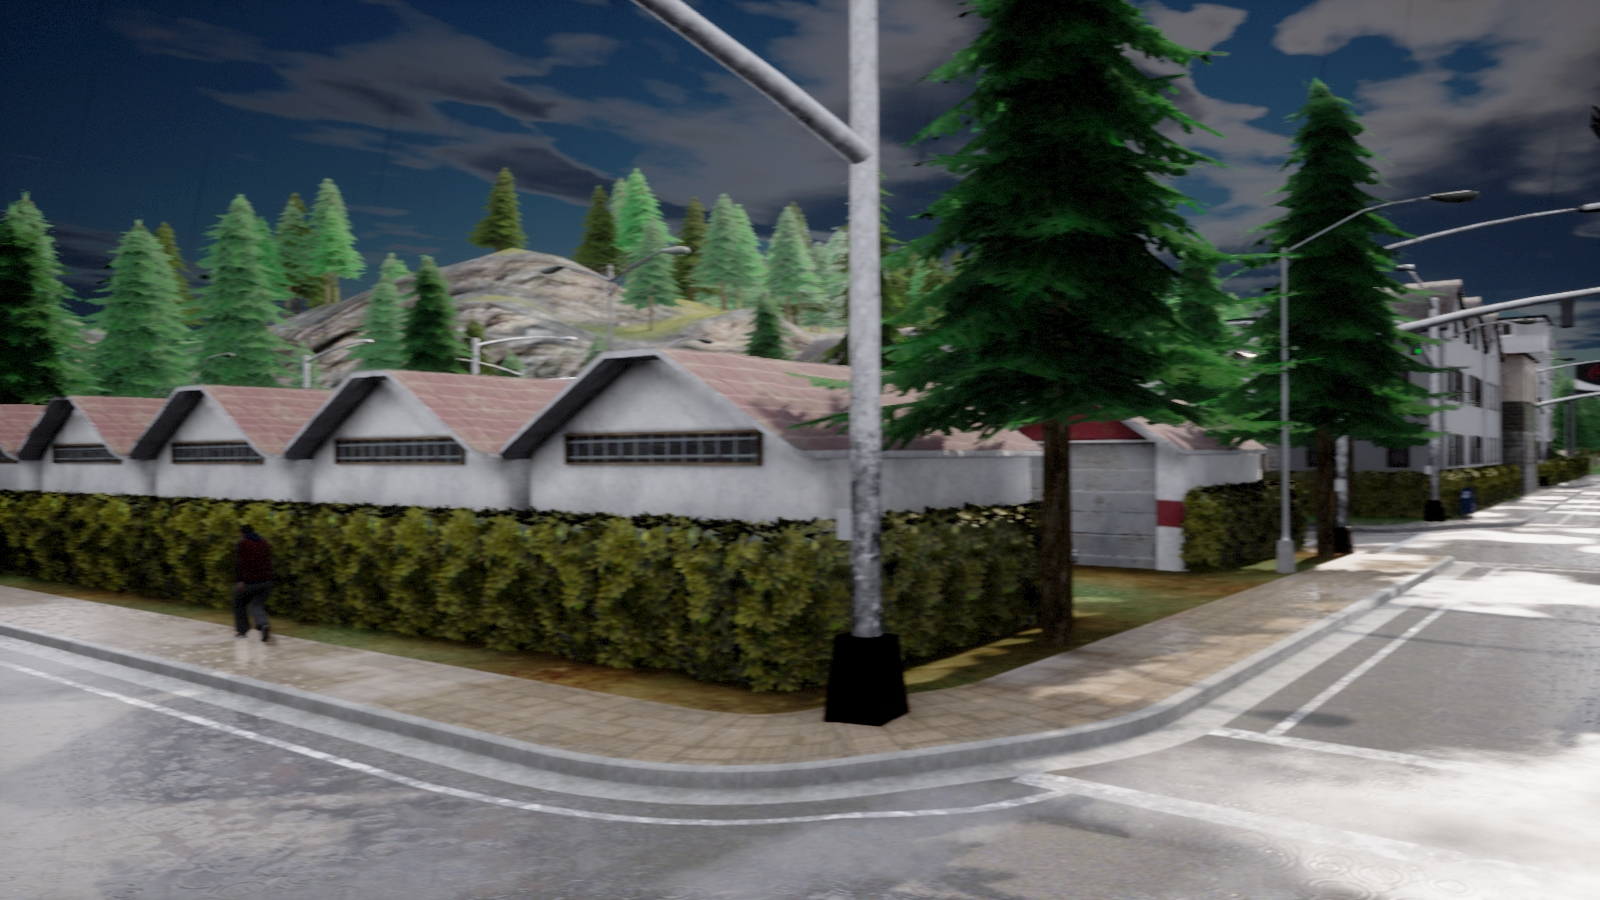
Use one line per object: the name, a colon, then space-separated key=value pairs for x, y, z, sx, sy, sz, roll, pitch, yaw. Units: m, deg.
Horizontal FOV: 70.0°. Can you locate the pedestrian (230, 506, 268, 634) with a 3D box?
pedestrian: x=-8.248 y=1.787 z=17.103 sx=0.375 sy=1.860 sz=0.375 roll=0 pitch=0 yaw=37
